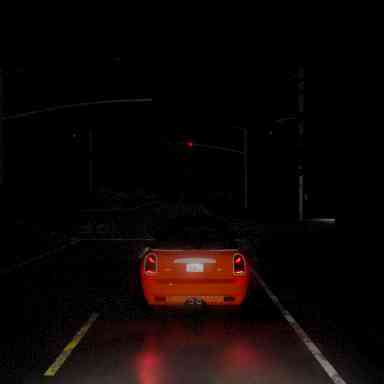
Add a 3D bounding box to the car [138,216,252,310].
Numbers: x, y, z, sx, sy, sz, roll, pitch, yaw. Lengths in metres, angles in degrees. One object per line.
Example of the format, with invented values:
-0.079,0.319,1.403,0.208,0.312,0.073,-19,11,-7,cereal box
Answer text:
0.058,1.352,7.974,2.097,1.767,4.553,0,0,0,car
